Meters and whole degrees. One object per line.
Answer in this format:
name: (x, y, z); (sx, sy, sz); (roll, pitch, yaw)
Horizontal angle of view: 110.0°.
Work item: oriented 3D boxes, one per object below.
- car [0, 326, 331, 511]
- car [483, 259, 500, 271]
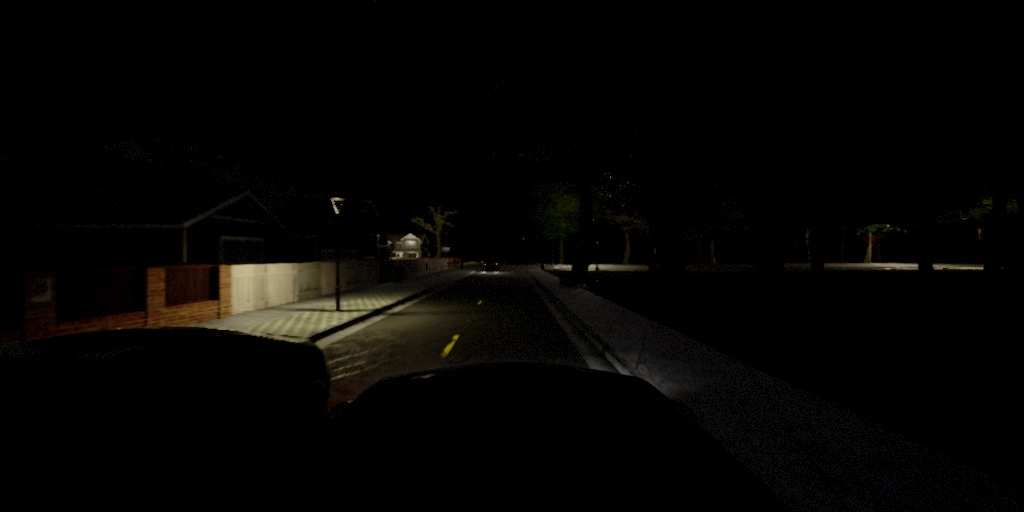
car: (-2.851, 1.275, 2.100); (1.812, 1.442, 4.674); (0, 0, 0)
car: (-2.752, 1.132, 48.189); (2.097, 1.767, 4.553); (0, 0, 0)
